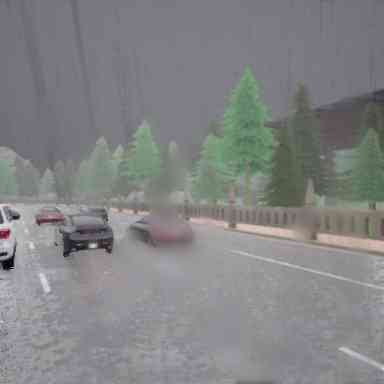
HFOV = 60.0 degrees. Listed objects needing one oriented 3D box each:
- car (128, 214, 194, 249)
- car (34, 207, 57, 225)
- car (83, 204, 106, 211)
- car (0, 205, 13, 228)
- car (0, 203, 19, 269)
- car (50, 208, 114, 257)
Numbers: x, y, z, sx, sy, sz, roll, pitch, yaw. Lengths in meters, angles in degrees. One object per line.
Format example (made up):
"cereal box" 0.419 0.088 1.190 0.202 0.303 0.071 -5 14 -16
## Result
"car" -1.572 1.715 15.630 1.994 1.385 4.181 0 0 -28
"car" -11.767 1.885 27.252 1.994 1.385 4.181 0 0 -28
"car" -8.620 1.820 28.787 1.837 1.490 4.892 0 0 -28
"car" -14.797 1.830 25.493 1.837 1.490 4.892 0 0 -28
"car" -7.183 1.370 11.246 2.150 2.045 5.566 0 0 -28
"car" -4.628 1.661 13.918 1.837 1.490 4.892 0 0 -28
